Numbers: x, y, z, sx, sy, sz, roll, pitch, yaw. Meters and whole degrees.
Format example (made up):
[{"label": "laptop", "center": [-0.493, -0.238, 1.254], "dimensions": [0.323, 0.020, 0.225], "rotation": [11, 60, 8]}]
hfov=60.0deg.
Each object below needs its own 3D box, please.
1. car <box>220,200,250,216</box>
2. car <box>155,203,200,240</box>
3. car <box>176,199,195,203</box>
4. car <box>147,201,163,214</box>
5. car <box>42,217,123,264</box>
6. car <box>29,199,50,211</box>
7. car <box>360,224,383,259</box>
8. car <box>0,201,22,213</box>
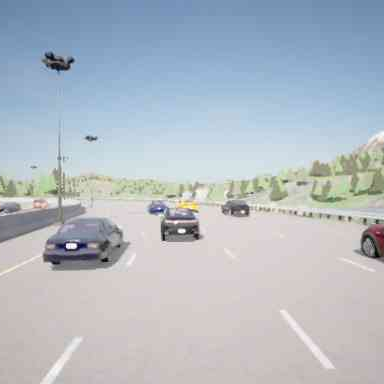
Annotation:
[{"label": "car", "center": [4.156, 1.537, 32.660], "dimensions": [1.837, 1.490, 4.892], "rotation": [0, 0, -11]}, {"label": "car", "center": [-0.735, 1.546, 17.382], "dimensions": [2.128, 1.511, 4.902], "rotation": [-1, 0, -6]}, {"label": "car", "center": [-0.693, 1.587, 39.036], "dimensions": [1.882, 1.535, 5.008], "rotation": [0, 0, -13]}, {"label": "car", "center": [-3.948, 1.710, 37.262], "dimensions": [1.994, 1.385, 4.181], "rotation": [-1, 0, -13]}, {"label": "car", "center": [-3.716, 1.626, 12.167], "dimensions": [2.033, 1.411, 5.357], "rotation": [-1, 0, -5]}, {"label": "car", "center": [-20.756, 1.733, 45.459], "dimensions": [2.097, 1.767, 4.553], "rotation": [-1, 0, -16]}, {"label": "car", "center": [6.913, 1.289, 9.595], "dimensions": [2.097, 1.767, 4.553], "rotation": [-1, 0, -4]}, {"label": "car", "center": [-23.972, 1.966, 44.169], "dimensions": [2.033, 1.411, 5.357], "rotation": [-1, 0, -16]}]
